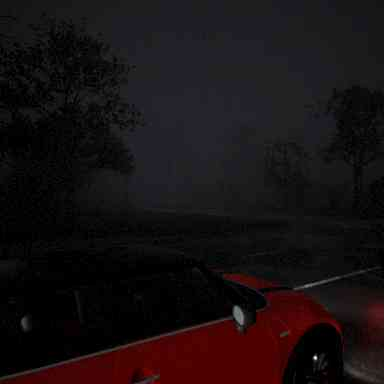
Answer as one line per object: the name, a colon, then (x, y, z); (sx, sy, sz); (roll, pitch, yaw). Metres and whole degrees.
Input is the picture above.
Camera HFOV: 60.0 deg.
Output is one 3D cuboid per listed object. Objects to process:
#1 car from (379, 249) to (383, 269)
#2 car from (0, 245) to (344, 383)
car: (6.902, 1.601, 8.642); (4.718, 1.301, 1.895); (0, 0, -36)
car: (-0.468, 1.352, 3.386); (4.553, 1.767, 2.097); (0, 0, -35)
